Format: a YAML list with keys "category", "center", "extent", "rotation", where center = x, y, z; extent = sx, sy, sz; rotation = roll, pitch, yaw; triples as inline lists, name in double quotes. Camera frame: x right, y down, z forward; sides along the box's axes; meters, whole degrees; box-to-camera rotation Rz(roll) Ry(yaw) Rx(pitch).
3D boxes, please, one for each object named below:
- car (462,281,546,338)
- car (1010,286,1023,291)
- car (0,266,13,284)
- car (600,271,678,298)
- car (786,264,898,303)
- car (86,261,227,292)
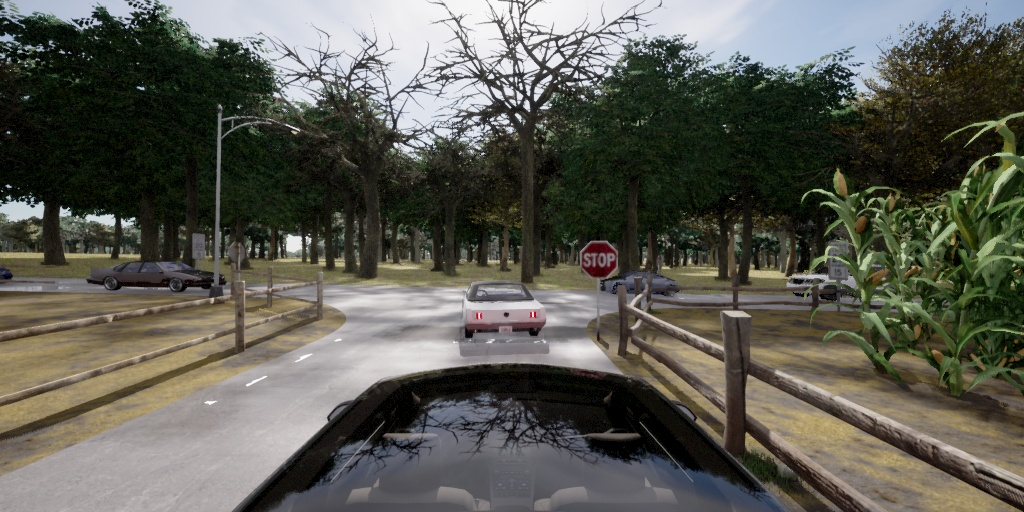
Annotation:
- category: "car"
  center: [-0.458, 1.351, 10.221]
  extent: [1.895, 1.301, 4.718]
  rotation: [0, 0, -8]
- category: "car"
  center: [30.972, 1.994, 19.964]
  extent: [5.008, 1.535, 1.882]
  rotation: [2, 0, 0]
- category: "car"
  center: [-27.294, 0.659, 17.293]
  extent: [4.674, 1.442, 1.812]
  rotation: [1, 0, 0]
- category: "car"
  center: [7.003, 1.512, 20.084]
  extent: [4.181, 1.385, 1.994]
  rotation: [1, 0, 0]
- category: "car"
  center: [18.651, 1.443, 20.031]
  extent: [5.566, 2.045, 2.150]
  rotation: [1, 0, 1]
- category: "car"
  center: [-16.976, 0.924, 17.248]
  extent: [5.357, 1.411, 2.033]
  rotation: [1, 0, 0]
